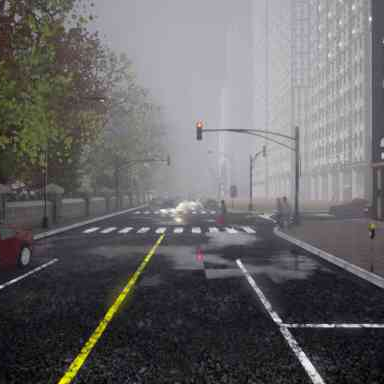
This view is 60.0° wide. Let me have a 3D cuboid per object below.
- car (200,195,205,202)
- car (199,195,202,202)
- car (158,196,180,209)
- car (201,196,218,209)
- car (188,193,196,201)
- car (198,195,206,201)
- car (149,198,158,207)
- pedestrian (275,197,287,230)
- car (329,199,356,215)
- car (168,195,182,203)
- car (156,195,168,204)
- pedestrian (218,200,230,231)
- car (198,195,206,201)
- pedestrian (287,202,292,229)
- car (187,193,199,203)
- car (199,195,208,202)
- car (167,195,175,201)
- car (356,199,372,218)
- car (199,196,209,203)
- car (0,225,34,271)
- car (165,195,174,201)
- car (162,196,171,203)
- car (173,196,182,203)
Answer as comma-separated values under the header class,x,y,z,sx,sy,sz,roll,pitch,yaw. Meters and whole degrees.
class,x,y,z,sx,sy,sz,roll,pitch,yaw
car,2.679,1.597,52.226,1.947,1.339,4.313,0,0,0
car,2.678,1.603,57.859,1.947,1.339,4.313,0,0,0
car,-3.100,1.588,44.954,1.994,1.385,4.181,0,0,0
car,2.681,1.591,46.594,1.947,1.339,4.313,0,0,0
car,-0.020,1.175,83.910,2.150,2.045,5.566,0,0,0
car,2.672,1.519,86.020,1.967,1.590,4.097,0,0,0
car,-5.701,1.613,52.224,1.802,1.307,4.206,0,0,0
pedestrian,4.746,1.145,17.951,0.375,1.860,0.375,0,0,0
car,14.599,1.307,29.806,4.181,1.385,1.994,-1,0,0
car,-3.098,1.521,55.175,2.128,1.511,4.902,0,0,0
car,-5.703,1.484,63.490,1.967,1.590,4.097,0,0,0
pedestrian,1.839,1.297,19.150,0.375,1.860,0.375,0,0,0
car,2.670,1.640,91.653,2.008,1.369,4.403,0,0,0
pedestrian,5.202,1.145,18.551,0.375,1.860,0.375,0,0,0
car,-0.017,1.588,73.463,2.033,1.411,5.357,0,0,0
car,2.673,1.509,80.389,1.967,1.590,4.097,0,0,0
car,-5.711,1.634,91.651,1.887,1.381,4.507,0,0,0
car,14.668,1.282,24.005,4.313,1.339,1.947,-1,1,0
car,2.675,1.605,74.757,1.887,1.381,4.507,0,0,0
car,-5.819,1.546,8.673,1.887,1.381,4.507,0,0,0
car,-5.708,1.519,86.018,1.967,1.590,4.097,0,0,0
car,-5.706,1.585,74.585,1.752,1.417,4.829,0,0,0
car,-3.017,1.576,70.112,1.812,1.442,4.674,0,0,0
